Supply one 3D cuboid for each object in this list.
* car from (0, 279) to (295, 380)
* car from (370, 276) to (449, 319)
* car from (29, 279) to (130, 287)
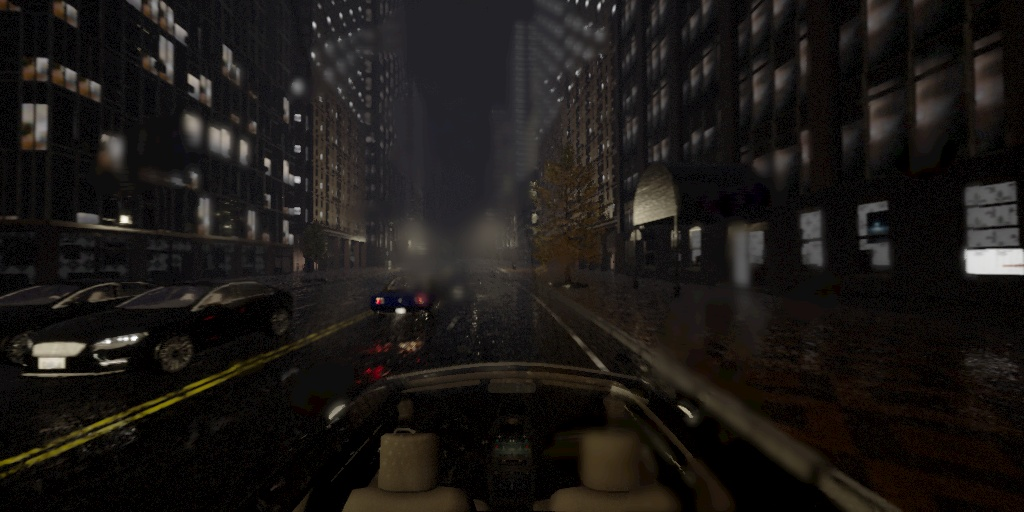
[{"bbox_3d":[-6.702,1.288,7.629,2.128,1.511,4.902,0,0,-1],"label":"car"},{"bbox_3d":[-3.445,1.377,13.018,1.895,1.301,4.718,0,0,-3],"label":"car"},{"bbox_3d":[-9.963,1.309,8.167,2.128,1.511,4.902,0,0,-1],"label":"car"}]
